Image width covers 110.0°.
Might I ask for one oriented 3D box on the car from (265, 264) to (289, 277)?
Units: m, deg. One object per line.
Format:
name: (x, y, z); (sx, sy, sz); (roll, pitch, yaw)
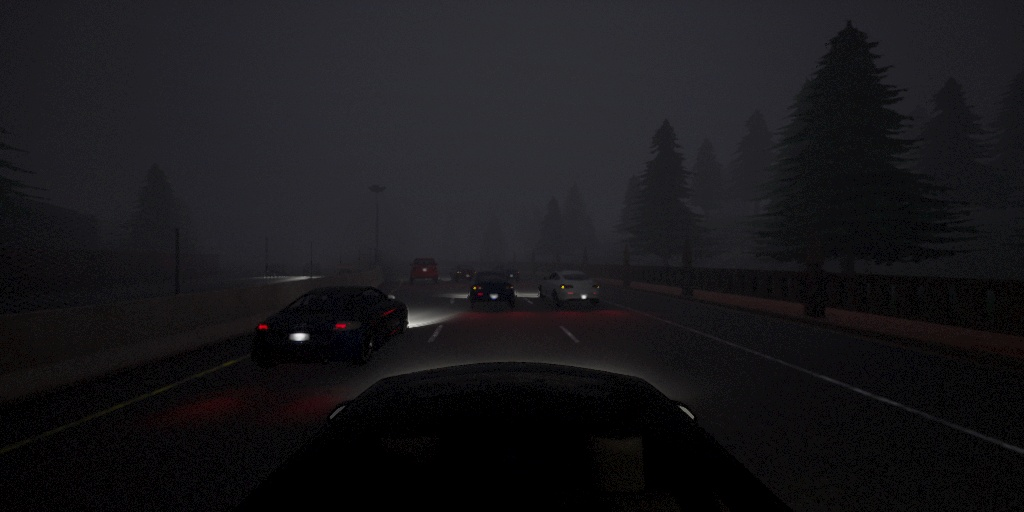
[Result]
car: (-26.672, 1.564, 40.936); (2.033, 1.411, 5.357); (0, 0, -26)

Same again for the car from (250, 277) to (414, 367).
car: (-3.719, 1.357, 8.077); (1.994, 1.385, 4.181); (0, 0, -3)

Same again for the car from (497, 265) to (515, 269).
car: (-0.671, 1.470, 31.691); (1.812, 1.442, 4.674); (0, 0, -15)

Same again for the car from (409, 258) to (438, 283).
car: (-7.337, 1.156, 29.785); (2.150, 2.045, 5.566); (0, 0, -15)

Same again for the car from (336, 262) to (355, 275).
car: (-20.421, 1.511, 43.968); (1.882, 1.535, 5.008); (0, 0, -26)

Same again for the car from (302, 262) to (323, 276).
car: (-23.445, 1.514, 42.189); (2.128, 1.511, 4.902); (0, 0, -26)

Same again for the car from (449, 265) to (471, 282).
car: (-4.306, 1.471, 31.639); (1.812, 1.442, 4.674); (0, 0, -16)

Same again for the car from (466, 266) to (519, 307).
car: (-0.989, 1.368, 15.925); (1.812, 1.442, 4.674); (0, 0, -8)

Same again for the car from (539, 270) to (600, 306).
car: (2.488, 1.369, 16.246); (1.812, 1.442, 4.674); (0, 0, -8)
